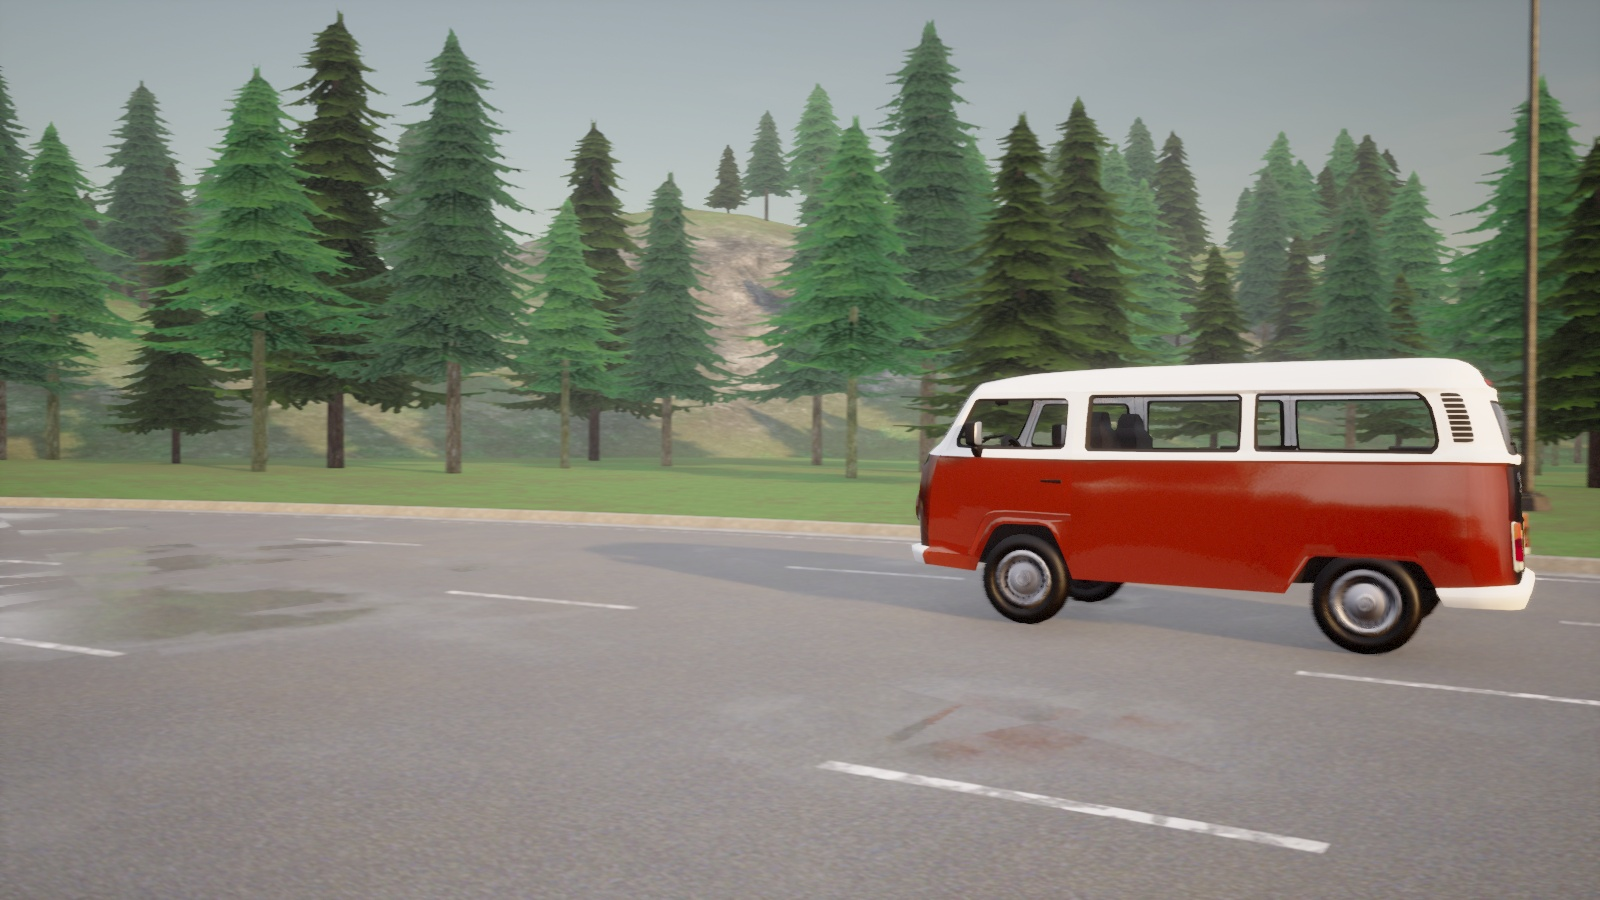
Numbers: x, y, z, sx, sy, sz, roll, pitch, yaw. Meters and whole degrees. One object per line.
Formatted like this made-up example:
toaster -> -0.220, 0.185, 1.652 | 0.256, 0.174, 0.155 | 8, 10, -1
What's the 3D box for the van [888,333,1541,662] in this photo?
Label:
van -> 3.170, 0.287, 9.826 | 4.480, 2.038, 2.069 | 0, 1, 32
